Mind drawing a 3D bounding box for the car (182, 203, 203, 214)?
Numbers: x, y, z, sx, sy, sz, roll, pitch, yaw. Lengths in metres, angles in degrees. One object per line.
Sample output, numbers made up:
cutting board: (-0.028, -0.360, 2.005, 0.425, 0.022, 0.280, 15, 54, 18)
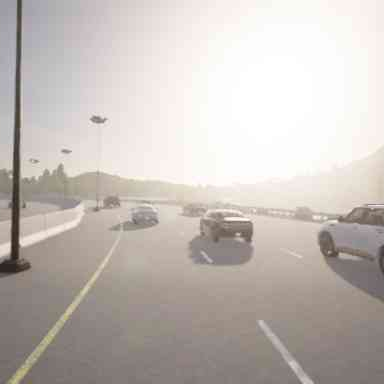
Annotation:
car: (0.238, 1.941, 39.806, 1.895, 1.301, 4.718, 1, -1, -17)

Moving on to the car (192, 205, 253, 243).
car: (1.629, 1.659, 17.109, 2.128, 1.511, 4.902, 1, 0, -10)

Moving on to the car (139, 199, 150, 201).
car: (-7.268, 1.836, 50.361, 1.837, 1.490, 4.892, 2, -1, -21)

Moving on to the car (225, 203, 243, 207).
car: (4.454, 1.897, 36.877, 1.812, 1.442, 4.674, 1, 0, -15)

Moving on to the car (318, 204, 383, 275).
car: (6.214, 1.395, 10.629, 2.150, 2.045, 5.566, 1, 0, -7)

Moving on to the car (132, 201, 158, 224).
car: (-3.821, 1.702, 26.751, 1.812, 1.442, 4.674, 1, -1, -13)

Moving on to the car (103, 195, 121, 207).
car: (-13.674, 1.520, 56.674, 2.150, 2.045, 5.566, 1, -1, -24)

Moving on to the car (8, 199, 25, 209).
car: (-25.167, 1.678, 47.779, 1.895, 1.301, 4.718, 1, -1, -22)
